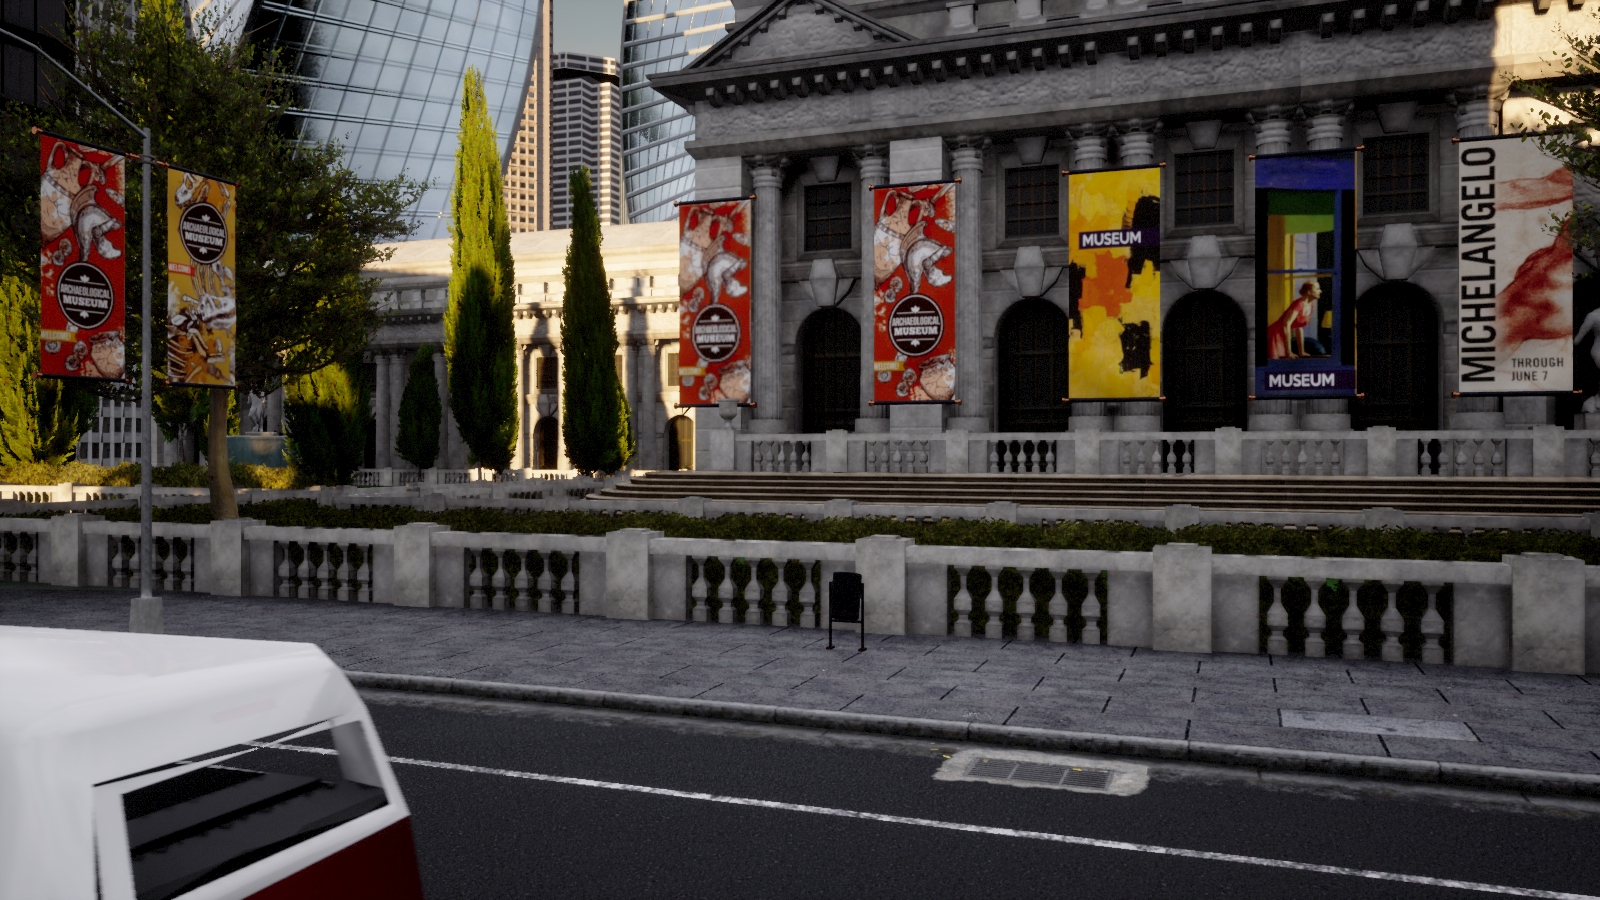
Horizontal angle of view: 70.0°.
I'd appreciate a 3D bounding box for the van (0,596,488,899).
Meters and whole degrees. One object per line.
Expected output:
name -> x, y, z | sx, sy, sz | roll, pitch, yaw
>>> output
van -> -3.821, 1.782, 4.760 | 4.480, 2.038, 2.069 | 0, 0, 20
